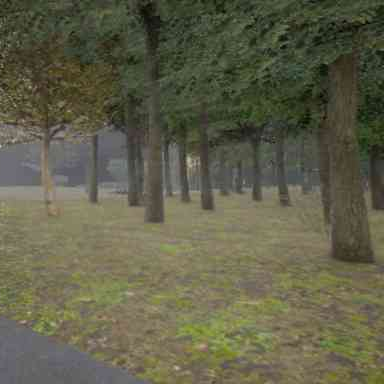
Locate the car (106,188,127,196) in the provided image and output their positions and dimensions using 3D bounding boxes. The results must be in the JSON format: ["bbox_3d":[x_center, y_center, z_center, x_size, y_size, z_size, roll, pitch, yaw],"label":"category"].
[{"bbox_3d":[-16.418,-0.122,72.385,2.097,1.767,4.553,-2,1,34],"label":"car"}]
